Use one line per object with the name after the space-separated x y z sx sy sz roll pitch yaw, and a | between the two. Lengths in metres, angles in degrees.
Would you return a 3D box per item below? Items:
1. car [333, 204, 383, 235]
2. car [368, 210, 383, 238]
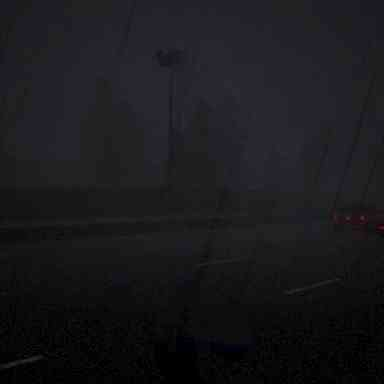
10.482 1.506 19.913 4.553 1.767 2.097 1 0 -36 | car
10.915 1.686 15.906 5.357 1.411 2.033 1 0 -36 | car
